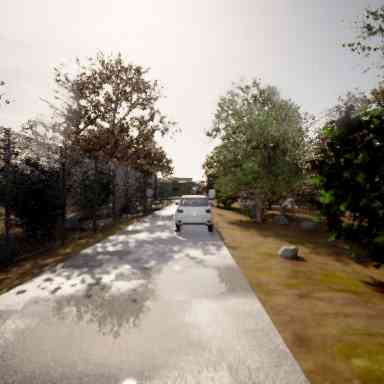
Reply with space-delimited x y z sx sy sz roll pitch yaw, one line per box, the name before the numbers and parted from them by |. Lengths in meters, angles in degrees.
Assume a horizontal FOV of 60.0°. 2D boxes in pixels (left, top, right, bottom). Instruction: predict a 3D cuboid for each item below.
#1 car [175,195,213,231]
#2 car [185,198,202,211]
car | 0.132 1.218 20.801 2.150 2.045 5.566 0 0 0
car | 0.201 1.540 42.574 2.033 1.411 5.357 0 0 0
